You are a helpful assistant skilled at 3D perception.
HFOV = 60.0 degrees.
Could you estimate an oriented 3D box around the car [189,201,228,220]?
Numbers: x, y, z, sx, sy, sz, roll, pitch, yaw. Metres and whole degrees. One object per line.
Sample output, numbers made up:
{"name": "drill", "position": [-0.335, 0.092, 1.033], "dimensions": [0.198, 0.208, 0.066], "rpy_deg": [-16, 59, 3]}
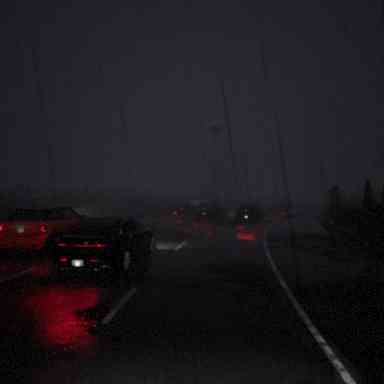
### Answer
{"name": "car", "position": [1.726, 1.504, 28.412], "dimensions": [2.128, 1.511, 4.902], "rpy_deg": [0, 0, 19]}

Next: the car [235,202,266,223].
{"name": "car", "position": [4.592, 1.525, 25.978], "dimensions": [1.837, 1.490, 4.892], "rpy_deg": [0, 0, 18]}

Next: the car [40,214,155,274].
{"name": "car", "position": [-2.508, 1.499, 10.590], "dimensions": [1.837, 1.490, 4.892], "rpy_deg": [0, 0, 7]}

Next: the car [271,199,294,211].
{"name": "car", "position": [11.157, 1.572, 40.940], "dimensions": [1.812, 1.442, 4.674], "rpy_deg": [0, 0, 28]}

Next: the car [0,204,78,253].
{"name": "car", "position": [-5.592, 1.337, 13.564], "dimensions": [2.097, 1.767, 4.553], "rpy_deg": [0, 0, 8]}

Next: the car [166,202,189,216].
{"name": "car", "position": [-0.723, 1.606, 32.001], "dimensions": [1.895, 1.301, 4.718], "rpy_deg": [0, 0, 20]}

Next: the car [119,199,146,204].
{"name": "car", "position": [-6.667, 1.495, 36.522], "dimensions": [1.837, 1.490, 4.892], "rpy_deg": [0, -1, 22]}
